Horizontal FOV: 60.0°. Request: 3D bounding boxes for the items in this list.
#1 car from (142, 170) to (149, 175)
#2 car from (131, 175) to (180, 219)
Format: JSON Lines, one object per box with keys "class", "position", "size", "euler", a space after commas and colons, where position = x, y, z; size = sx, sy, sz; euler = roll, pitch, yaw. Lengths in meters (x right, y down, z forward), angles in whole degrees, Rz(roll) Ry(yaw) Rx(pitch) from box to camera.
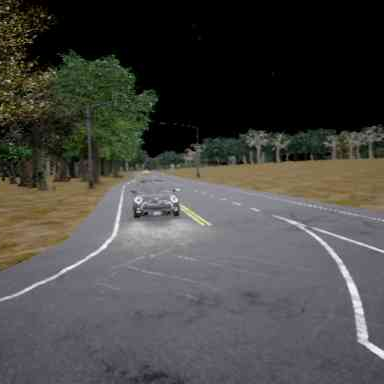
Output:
{"class": "car", "position": [-12.686, -5.219, 90.483], "size": [1.882, 1.535, 5.008], "euler": [-2, 5, -10]}
{"class": "car", "position": [-1.945, 0.198, 16.651], "size": [2.097, 1.767, 4.553], "euler": [-2, 4, -11]}
